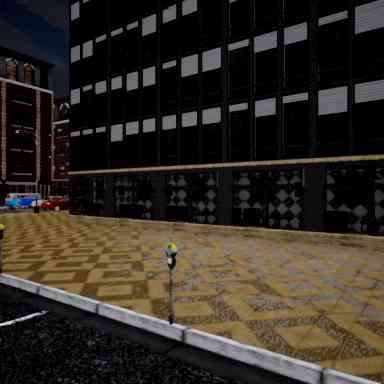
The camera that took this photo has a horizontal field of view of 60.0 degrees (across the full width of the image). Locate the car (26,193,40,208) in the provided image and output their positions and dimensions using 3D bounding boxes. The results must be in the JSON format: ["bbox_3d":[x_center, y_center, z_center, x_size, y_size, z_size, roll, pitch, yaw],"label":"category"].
[{"bbox_3d":[-16.828,1.213,39.914,1.812,1.442,4.674,0,1,35],"label":"car"}]

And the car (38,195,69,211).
[{"bbox_3d":[-13.557,1.269,35.117,1.887,1.381,4.507,1,1,35],"label":"car"}]

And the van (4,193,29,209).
[{"bbox_3d":[-20.036,1.050,39.598,1.690,1.788,3.998,1,1,35],"label":"van"}]

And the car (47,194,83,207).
[{"bbox_3d":[-16.802,1.079,44.240,1.967,1.590,4.097,1,1,35],"label":"car"}]
